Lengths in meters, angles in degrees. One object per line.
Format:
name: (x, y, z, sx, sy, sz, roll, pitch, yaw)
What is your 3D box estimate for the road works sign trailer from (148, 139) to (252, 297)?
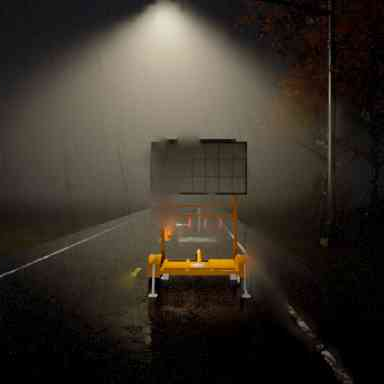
road works sign trailer: (0.181, 0.462, 8.519, 2.380, 3.560, 2.880, 0, 0, 1)

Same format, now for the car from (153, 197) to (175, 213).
car: (-2.979, 1.337, 36.507, 2.097, 1.767, 4.553, 0, 0, 1)
